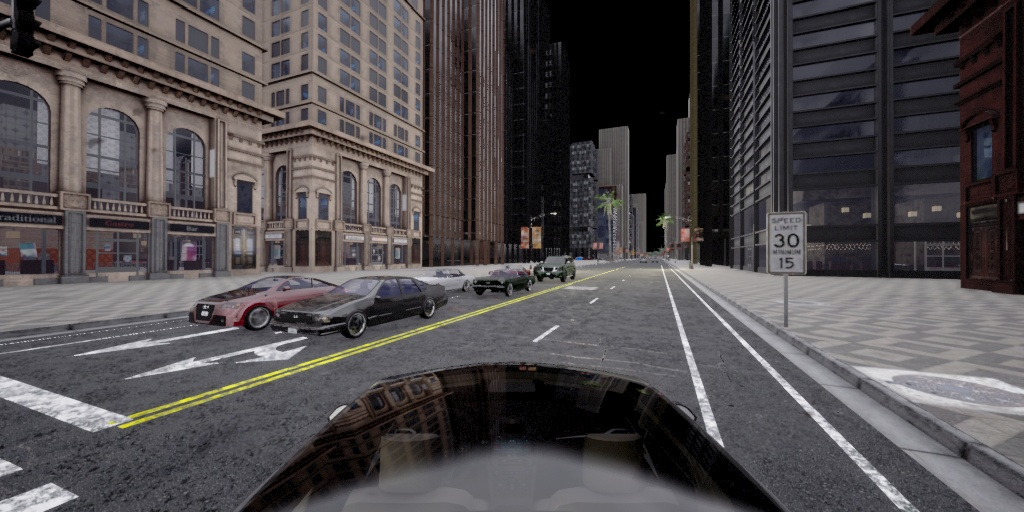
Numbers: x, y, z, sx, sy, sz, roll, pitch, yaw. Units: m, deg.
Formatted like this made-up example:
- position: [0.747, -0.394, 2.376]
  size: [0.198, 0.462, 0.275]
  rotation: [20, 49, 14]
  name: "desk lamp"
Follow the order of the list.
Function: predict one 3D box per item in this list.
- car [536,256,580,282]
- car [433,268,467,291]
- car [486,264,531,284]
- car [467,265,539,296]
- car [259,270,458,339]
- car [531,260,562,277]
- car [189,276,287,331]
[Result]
- position: [3.733, 0.986, 29.332]
  size: [2.150, 2.045, 5.566]
  rotation: [0, 0, 22]
  name: "car"
- position: [-3.905, 1.357, 19.260]
  size: [1.895, 1.301, 4.718]
  rotation: [0, 0, 22]
  name: "car"
- position: [-0.132, 1.364, 28.480]
  size: [1.895, 1.301, 4.718]
  rotation: [0, 0, 22]
  name: "car"
- position: [-0.321, 1.357, 19.433]
  size: [1.895, 1.301, 4.718]
  rotation: [0, 0, 22]
  name: "car"
- position: [-3.952, 1.299, 10.558]
  size: [2.033, 1.411, 5.357]
  rotation: [0, 0, 22]
  name: "car"
- position: [3.768, 1.250, 37.911]
  size: [1.882, 1.535, 5.008]
  rotation: [0, 0, 23]
  name: "car"
- position: [-7.218, 1.316, 11.149]
  size: [1.994, 1.385, 4.181]
  rotation: [0, 0, 22]
  name: "car"
